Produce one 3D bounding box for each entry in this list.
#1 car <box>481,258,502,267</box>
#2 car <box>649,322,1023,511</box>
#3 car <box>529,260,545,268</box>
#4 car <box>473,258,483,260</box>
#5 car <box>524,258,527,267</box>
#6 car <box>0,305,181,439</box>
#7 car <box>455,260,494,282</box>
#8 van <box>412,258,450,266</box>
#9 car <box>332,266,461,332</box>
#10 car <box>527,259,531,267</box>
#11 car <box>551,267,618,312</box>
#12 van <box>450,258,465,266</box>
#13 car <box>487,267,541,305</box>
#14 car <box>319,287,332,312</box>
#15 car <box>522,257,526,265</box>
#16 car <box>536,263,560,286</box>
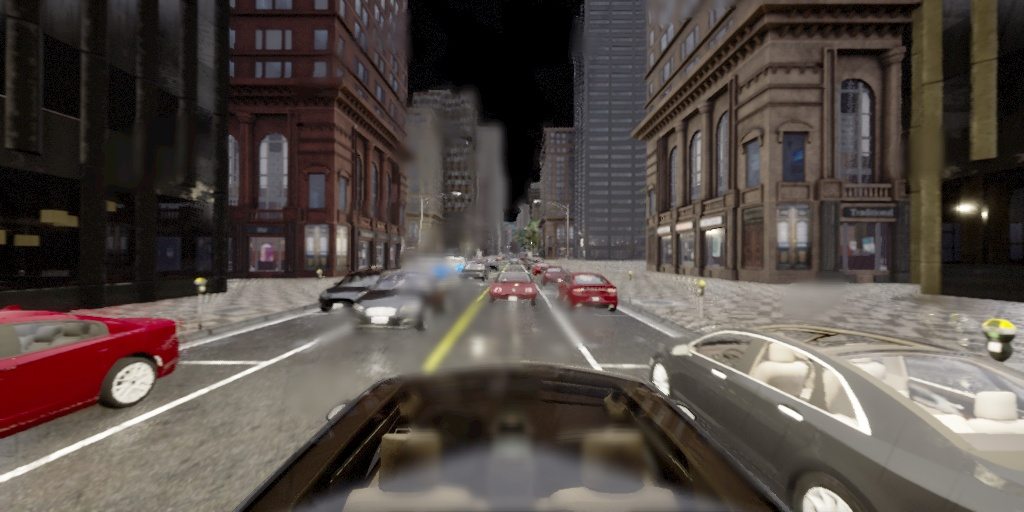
[{"bbox_3d":[-2.676,1.332,46.799,1.895,1.301,4.718,0,0,0],"label":"car"},{"bbox_3d":[2.757,1.313,3.397,2.007,1.370,4.403,0,0,0],"label":"car"},{"bbox_3d":[3.000,1.302,35.790,1.888,1.381,4.507,0,0,0],"label":"car"},{"bbox_3d":[-5.410,1.294,51.094,1.802,1.307,4.207,0,0,0],"label":"car"},{"bbox_3d":[3.122,1.321,51.989,1.948,1.339,4.313,0,0,0],"label":"car"},{"bbox_3d":[-5.768,1.264,3.390,1.888,1.381,4.507,0,0,0],"label":"car"},{"bbox_3d":[-2.852,1.274,28.660,2.033,1.411,5.357,0,0,1],"label":"car"},{"bbox_3d":[-5.609,1.053,24.590,1.690,1.789,3.998,0,0,0],"label":"van"},{"bbox_3d":[-3.044,1.218,10.795,2.128,1.511,4.902,0,0,0],"label":"car"},{"bbox_3d":[3.041,1.322,41.190,1.948,1.339,4.313,0,0,0],"label":"car"},{"bbox_3d":[2.838,1.302,14.194,1.888,1.381,4.507,0,0,0],"label":"car"},{"bbox_3d":[-5.529,1.053,35.191,1.690,1.789,3.998,0,0,0],"label":"van"},{"bbox_3d":[0.093,1.343,16.026,1.895,1.301,4.718,0,0,0],"label":"car"},{"bbox_3d":[-5.688,1.279,13.990,1.948,1.339,4.313,0,0,0],"label":"car"},{"bbox_3d":[3.203,1.328,62.789,1.802,1.307,4.207,0,0,0],"label":"car"},{"bbox_3d":[2.919,1.338,24.992,1.802,1.307,4.207,0,0,0],"label":"car"}]
